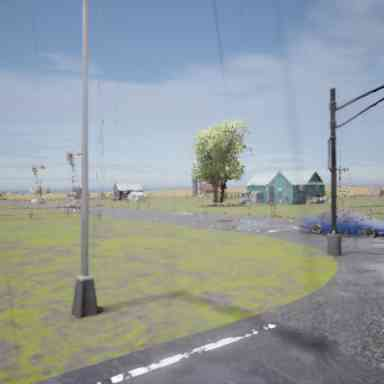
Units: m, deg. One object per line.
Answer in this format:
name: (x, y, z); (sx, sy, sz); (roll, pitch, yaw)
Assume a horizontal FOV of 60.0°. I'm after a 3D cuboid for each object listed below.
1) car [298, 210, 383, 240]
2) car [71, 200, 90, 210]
car: (8.555, 1.720, 18.415); (2.033, 1.411, 5.357); (-1, 0, -36)
car: (-19.279, 2.163, 57.269); (2.097, 1.767, 4.553); (-1, 0, -36)
